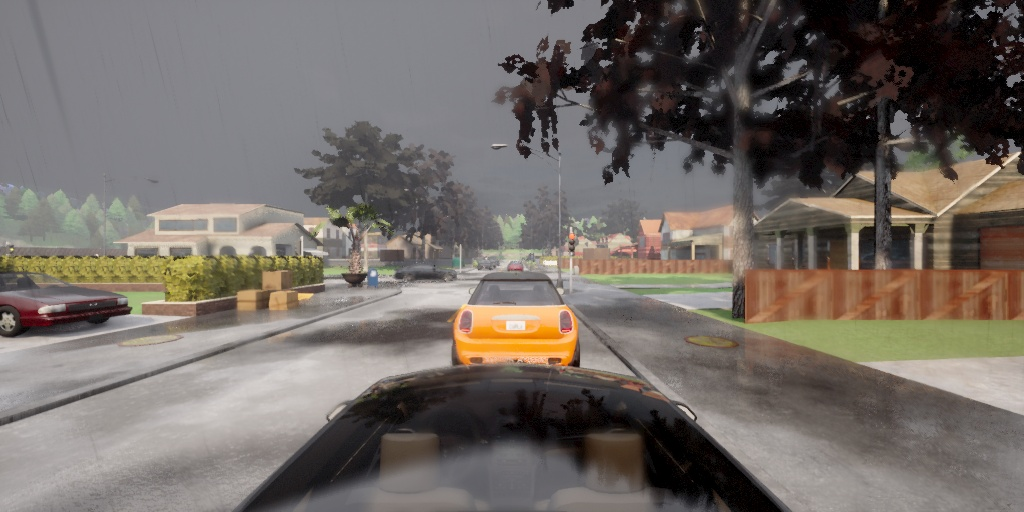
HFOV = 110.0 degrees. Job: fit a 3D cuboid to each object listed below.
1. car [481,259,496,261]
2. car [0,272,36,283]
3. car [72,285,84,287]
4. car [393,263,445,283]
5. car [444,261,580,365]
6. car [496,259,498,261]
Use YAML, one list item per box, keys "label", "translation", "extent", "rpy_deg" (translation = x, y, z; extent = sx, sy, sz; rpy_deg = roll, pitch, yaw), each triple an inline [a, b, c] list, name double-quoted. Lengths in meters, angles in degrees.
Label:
- label: "car"
  translation: [-3.692, 1.255, 49.920]
  extent: [1.837, 1.490, 4.892]
  rpy_deg: [0, 0, 1]
- label: "car"
  translation: [-44.655, 1.314, 30.885]
  extent: [4.181, 1.385, 1.994]
  rpy_deg: [0, 0, 1]
- label: "car"
  translation: [-28.476, 1.297, 26.524]
  extent: [5.357, 1.411, 2.033]
  rpy_deg: [0, 0, 1]
- label: "car"
  translation: [-6.573, 1.275, 27.293]
  extent: [4.674, 1.442, 1.812]
  rpy_deg: [0, 1, -17]
- label: "car"
  translation: [0.096, 1.102, 7.713]
  extent: [2.097, 1.767, 4.553]
  rpy_deg: [0, 0, 1]
- label: "car"
  translation: [-3.600, 1.241, 59.260]
  extent: [2.128, 1.511, 4.902]
  rpy_deg: [0, 0, 1]
